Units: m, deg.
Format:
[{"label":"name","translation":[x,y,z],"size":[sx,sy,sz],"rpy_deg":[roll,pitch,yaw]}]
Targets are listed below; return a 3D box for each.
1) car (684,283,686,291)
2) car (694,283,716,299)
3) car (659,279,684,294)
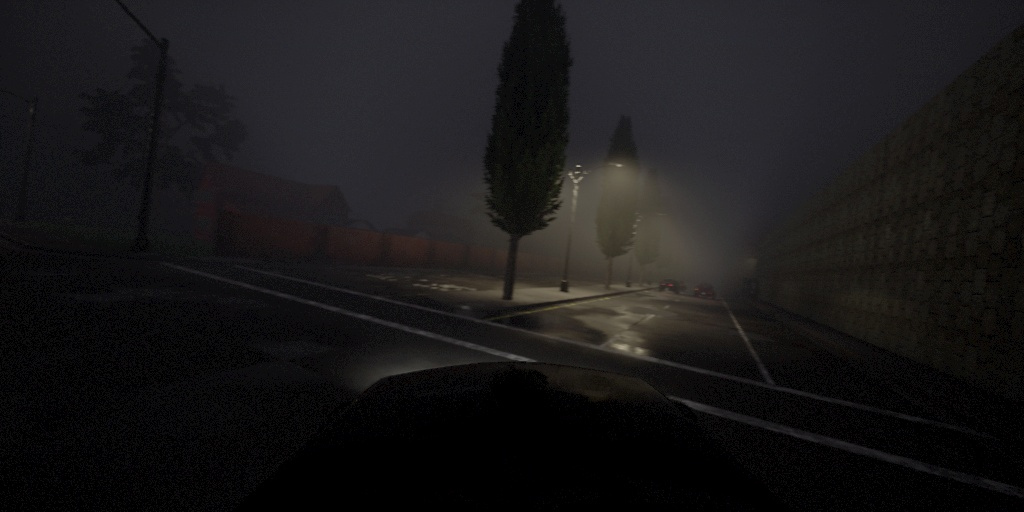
[{"label":"car","translation":[23.064,4.094,50.031],"size":[1.994,1.385,4.181],"rpy_deg":[7,0,29]},{"label":"car","translation":[20.880,3.783,38.805],"size":[1.812,1.442,4.674],"rpy_deg":[7,0,30]},{"label":"car","translation":[17.839,3.406,40.496],"size":[1.837,1.490,4.892],"rpy_deg":[7,0,30]}]
